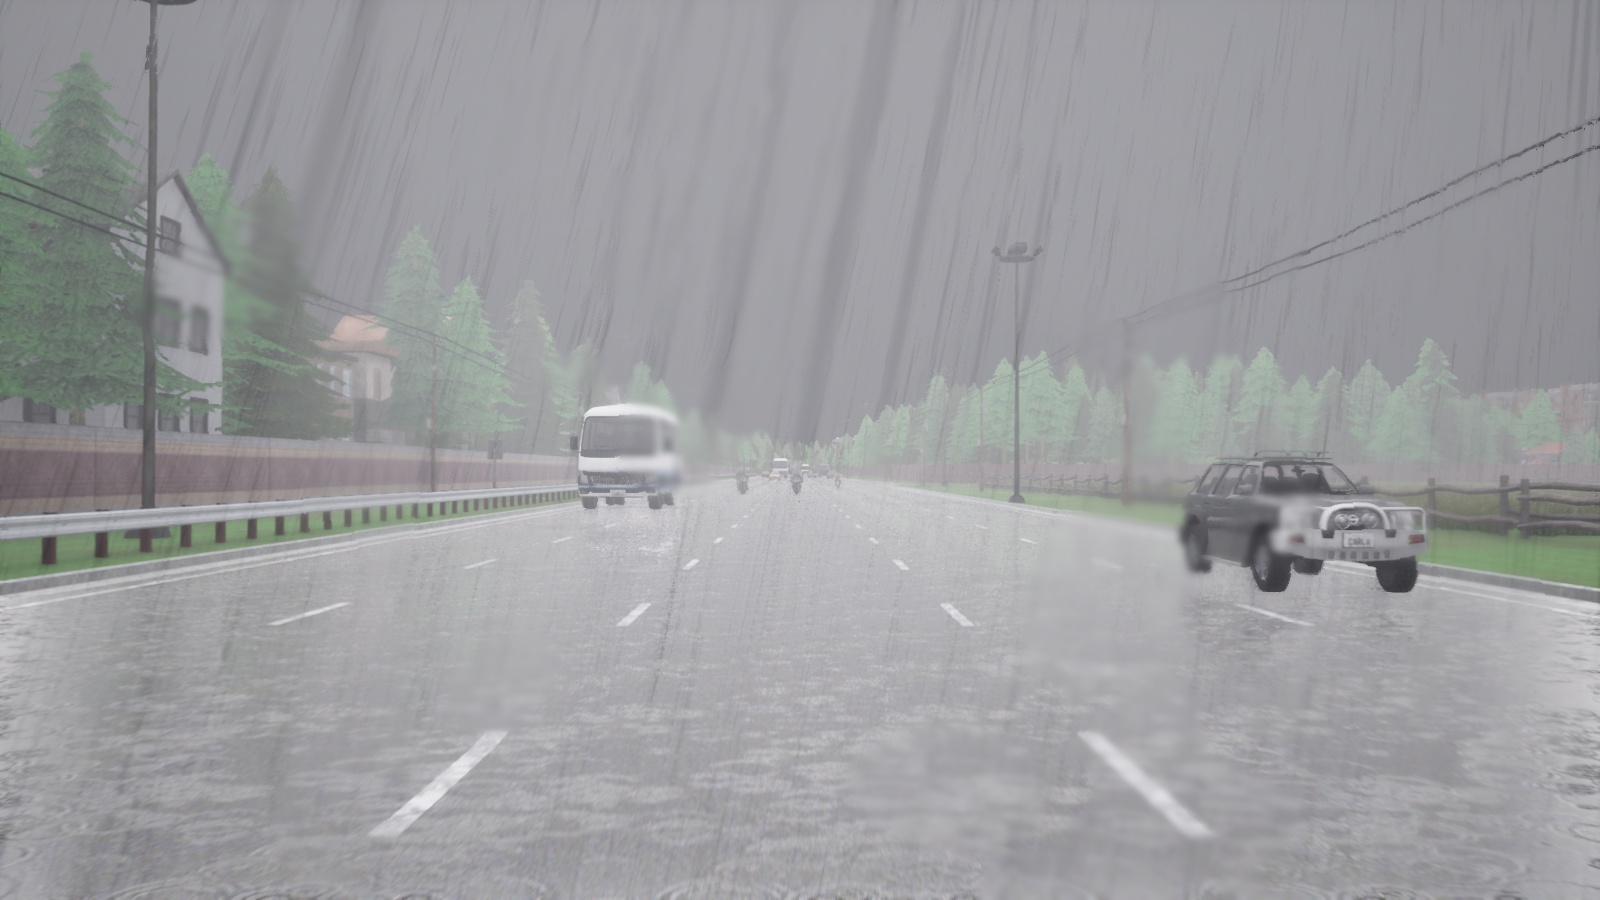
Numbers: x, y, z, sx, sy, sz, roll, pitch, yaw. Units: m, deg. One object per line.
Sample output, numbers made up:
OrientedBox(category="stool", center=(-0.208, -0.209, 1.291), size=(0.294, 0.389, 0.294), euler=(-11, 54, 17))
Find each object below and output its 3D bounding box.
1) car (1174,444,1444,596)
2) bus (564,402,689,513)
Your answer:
OrientedBox(category="car", center=(6.956, 0.901, 17.782), size=(1.932, 1.855, 4.605), euler=(0, -1, 0))
OrientedBox(category="bus", center=(-7.134, 0.363, 53.564), size=(3.944, 4.253, 10.273), euler=(0, -1, 0))
